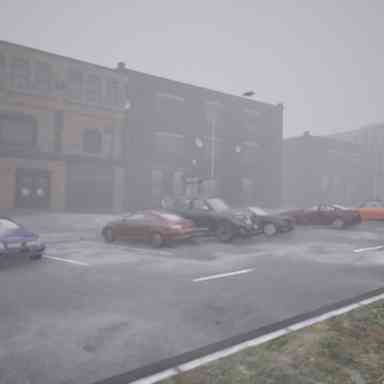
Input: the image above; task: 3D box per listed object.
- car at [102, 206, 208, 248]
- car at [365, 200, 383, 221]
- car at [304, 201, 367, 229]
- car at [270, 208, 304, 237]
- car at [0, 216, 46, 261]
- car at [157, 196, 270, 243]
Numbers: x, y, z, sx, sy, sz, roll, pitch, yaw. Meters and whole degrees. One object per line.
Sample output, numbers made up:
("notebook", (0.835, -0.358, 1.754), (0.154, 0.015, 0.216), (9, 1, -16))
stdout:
("car", (-1.931, 1.512, 14.631), (4.674, 1.452, 2.002), (-1, -1, 35))
("car", (13.205, 1.358, 24.615), (4.553, 1.767, 2.185), (-1, -1, 37))
("car", (8.112, 1.480, 21.355), (5.008, 1.535, 2.097), (-1, -1, 37))
("car", (3.068, 1.476, 18.036), (5.008, 1.535, 2.097), (-1, -1, 36))
("car", (-6.889, 1.508, 11.187), (4.674, 1.452, 2.002), (-1, -1, 35))
("car", (0.589, 1.222, 16.331), (5.566, 2.045, 2.435), (-1, -1, 36))
